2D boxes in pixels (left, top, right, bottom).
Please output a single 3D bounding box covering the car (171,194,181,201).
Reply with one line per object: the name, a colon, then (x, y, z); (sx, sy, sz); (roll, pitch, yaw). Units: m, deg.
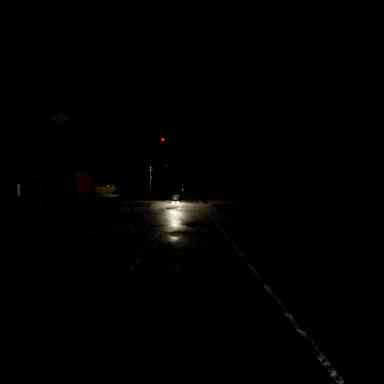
car: (-3.515, 1.287, 72.800); (2.128, 1.511, 4.902); (0, 0, 0)
